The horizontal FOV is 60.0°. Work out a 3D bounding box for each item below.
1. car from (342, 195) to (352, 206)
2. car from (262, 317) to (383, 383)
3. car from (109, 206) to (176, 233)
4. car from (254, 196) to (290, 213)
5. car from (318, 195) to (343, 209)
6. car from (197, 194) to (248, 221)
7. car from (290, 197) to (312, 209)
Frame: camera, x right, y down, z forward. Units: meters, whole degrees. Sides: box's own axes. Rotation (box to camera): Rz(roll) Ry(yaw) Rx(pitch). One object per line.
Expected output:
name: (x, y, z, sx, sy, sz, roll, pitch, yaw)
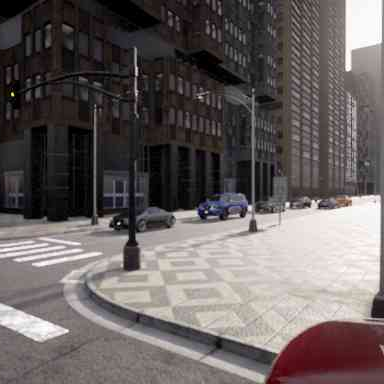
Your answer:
car: (23.016, 1.220, 50.757, 2.097, 1.767, 4.553, 0, 0, 35)
car: (2.616, 1.316, 1.095, 5.009, 1.841, 2.192, 0, 0, 35)
car: (-2.810, 1.518, 19.593, 1.994, 1.385, 4.181, 0, 0, 35)
car: (8.311, 1.263, 35.314, 2.097, 1.767, 4.553, 0, 0, 35)
car: (17.835, 1.455, 43.331, 1.994, 1.385, 4.181, 0, 0, 36)
car: (2.675, 1.154, 27.358, 2.150, 2.045, 5.566, 0, 0, 35)
car: (14.295, 1.378, 43.719, 2.128, 1.511, 4.902, 0, 0, 35)
